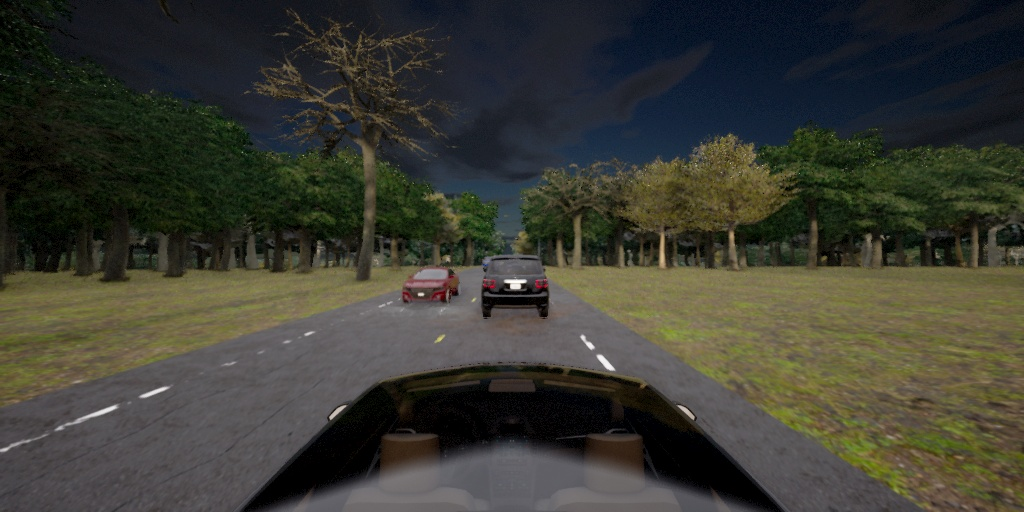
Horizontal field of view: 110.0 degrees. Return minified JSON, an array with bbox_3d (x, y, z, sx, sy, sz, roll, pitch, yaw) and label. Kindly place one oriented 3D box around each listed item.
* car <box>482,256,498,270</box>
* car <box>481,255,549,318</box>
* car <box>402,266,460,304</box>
[{"bbox_3d":[-3.547,1.082,57.978,2.150,2.045,5.566,0,0,1],"label":"car"},{"bbox_3d":[0.101,0.985,13.181,2.150,2.045,5.566,0,0,0],"label":"car"},{"bbox_3d":[-3.598,1.245,16.669,1.882,1.535,5.008,0,0,0],"label":"car"}]
